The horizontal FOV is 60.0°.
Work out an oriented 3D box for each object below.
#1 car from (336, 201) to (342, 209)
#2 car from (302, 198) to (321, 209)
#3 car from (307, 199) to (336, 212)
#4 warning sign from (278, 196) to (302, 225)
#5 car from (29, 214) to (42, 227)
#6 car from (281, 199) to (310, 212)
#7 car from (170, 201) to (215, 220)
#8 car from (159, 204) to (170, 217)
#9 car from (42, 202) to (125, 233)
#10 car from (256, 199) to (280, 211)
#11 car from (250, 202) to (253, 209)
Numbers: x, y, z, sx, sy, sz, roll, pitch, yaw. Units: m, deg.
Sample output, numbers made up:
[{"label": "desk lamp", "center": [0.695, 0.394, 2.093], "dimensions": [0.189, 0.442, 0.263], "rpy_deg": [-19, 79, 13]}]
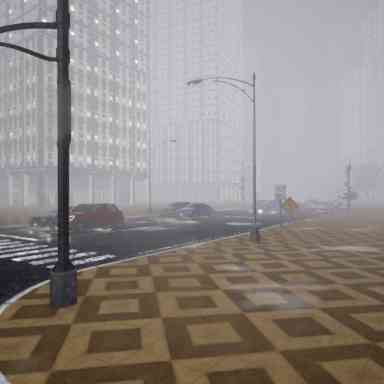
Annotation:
[{"label": "car", "center": [21.860, 1.939, 51.129], "dimensions": [1.895, 1.301, 4.718], "rpy_deg": [0, 0, 31]}, {"label": "car", "center": [19.065, 1.831, 52.789], "dimensions": [1.882, 1.535, 5.008], "rpy_deg": [0, 0, 31]}, {"label": "car", "center": [16.753, 1.885, 42.910], "dimensions": [1.895, 1.301, 4.718], "rpy_deg": [0, -1, 33]}, {"label": "warning sign", "center": [6.764, 1.250, 22.994], "dimensions": [1.300, 1.860, 1.060], "rpy_deg": [0, 0, 34]}, {"label": "car", "center": [-8.429, 1.685, 23.272], "dimensions": [2.033, 1.411, 5.357], "rpy_deg": [0, -1, 34]}, {"label": "car", "center": [13.843, 1.897, 44.394], "dimensions": [1.895, 1.301, 4.718], "rpy_deg": [0, -1, 33]}, {"label": "car", "center": [0.386, 1.719, 30.427], "dimensions": [1.812, 1.442, 4.674], "rpy_deg": [0, -1, 34]}, {"label": "car", "center": [-1.339, 1.717, 33.665], "dimensions": [1.837, 1.490, 4.892], "rpy_deg": [0, 1, 34]}, {"label": "car", "center": [-6.355, 1.467, 20.505], "dimensions": [2.097, 1.767, 4.553], "rpy_deg": [0, -1, 34]}, {"label": "car", "center": [11.101, 1.789, 46.308], "dimensions": [1.882, 1.535, 5.008], "rpy_deg": [0, -1, 33]}, {"label": "car", "center": [10.509, 1.858, 51.328], "dimensions": [1.837, 1.490, 4.892], "rpy_deg": [0, -1, 32]}]
